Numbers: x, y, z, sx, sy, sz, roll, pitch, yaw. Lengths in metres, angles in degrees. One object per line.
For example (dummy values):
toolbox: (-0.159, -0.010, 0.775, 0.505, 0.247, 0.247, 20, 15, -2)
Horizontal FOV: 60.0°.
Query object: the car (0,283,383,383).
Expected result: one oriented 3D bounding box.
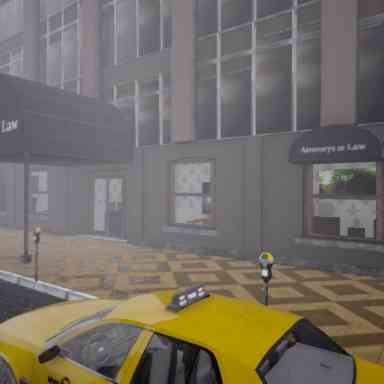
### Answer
car: (-0.239, 1.525, 3.041, 4.829, 1.417, 1.752, 0, 0, 36)
